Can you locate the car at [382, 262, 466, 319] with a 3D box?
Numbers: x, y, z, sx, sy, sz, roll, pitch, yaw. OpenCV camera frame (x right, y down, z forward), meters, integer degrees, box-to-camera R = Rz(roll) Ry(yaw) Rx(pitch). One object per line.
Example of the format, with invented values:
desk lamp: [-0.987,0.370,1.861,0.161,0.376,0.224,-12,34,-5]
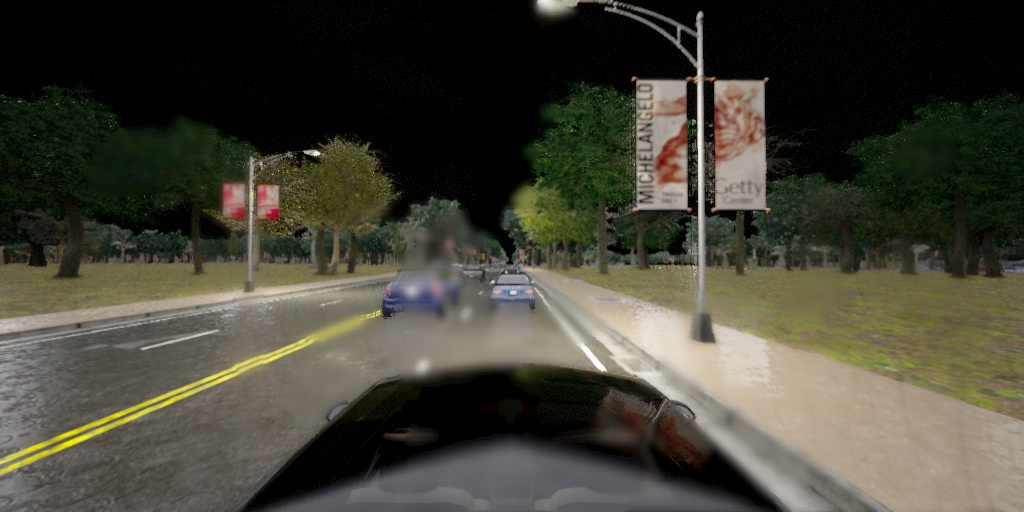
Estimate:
car: [-3.173,1.200,13.503,2.097,1.767,4.553,0,-1,0]

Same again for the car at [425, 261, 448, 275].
car: [-9.857,1.545,47.090,2.097,1.767,4.553,0,-1,0]

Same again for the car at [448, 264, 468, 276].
car: [-6.630,1.688,44.543,1.812,1.442,4.674,0,-1,1]

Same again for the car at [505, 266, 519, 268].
car: [0.020,1.700,38.991,1.895,1.301,4.718,0,-1,0]

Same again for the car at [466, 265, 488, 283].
car: [-3.213,1.512,31.356,2.128,1.511,4.902,0,-1,0]

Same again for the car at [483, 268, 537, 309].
car: [0.068,1.413,15.643,2.033,1.411,5.357,0,0,0]
